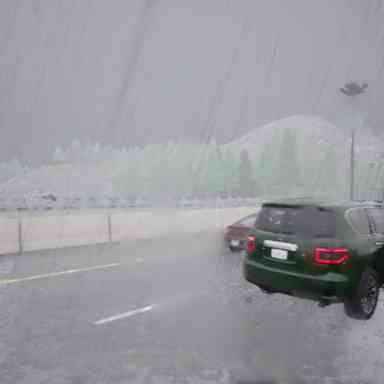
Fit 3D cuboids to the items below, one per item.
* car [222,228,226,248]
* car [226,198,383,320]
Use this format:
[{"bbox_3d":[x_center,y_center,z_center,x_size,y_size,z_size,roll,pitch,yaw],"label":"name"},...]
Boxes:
[{"bbox_3d":[3.039,1.415,11.845,4.674,1.442,1.812,0,1,-42],"label":"car"},{"bbox_3d":[3.487,1.167,7.514,5.566,2.045,2.150,0,1,-42],"label":"car"}]
